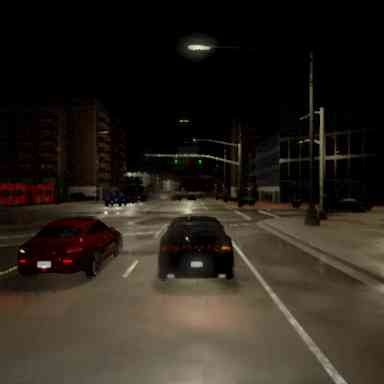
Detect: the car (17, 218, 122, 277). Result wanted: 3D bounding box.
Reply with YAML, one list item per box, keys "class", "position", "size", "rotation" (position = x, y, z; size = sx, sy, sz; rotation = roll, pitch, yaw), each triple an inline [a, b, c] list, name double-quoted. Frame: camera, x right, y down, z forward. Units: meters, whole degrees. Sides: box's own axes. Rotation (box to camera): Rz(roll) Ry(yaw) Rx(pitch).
- class: "car"
  position: [-3.407, 1.489, 9.975]
  size: [1.812, 1.442, 4.674]
  rotation: [0, 1, 0]

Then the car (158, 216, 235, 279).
- class: "car"
  position: [0.098, 1.440, 9.914]
  size: [1.882, 1.535, 5.008]
  rotation: [0, 1, 0]

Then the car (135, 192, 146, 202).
- class: "car"
  position: [-10.547, 1.051, 66.866]
  size: [2.150, 2.045, 5.566]
  rotation: [0, 0, 0]

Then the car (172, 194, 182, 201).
- class: "car"
  position: [-3.542, 1.385, 74.998]
  size: [1.812, 1.442, 4.674]
  rotation: [0, 0, 0]

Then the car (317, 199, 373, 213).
- class: "car"
  position: [14.751, 1.370, 32.323]
  size: [4.718, 1.301, 1.895]
  rotation: [0, 1, 1]

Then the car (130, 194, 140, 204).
- class: "car"
  position: [-10.581, 1.383, 56.653]
  size: [1.895, 1.301, 4.718]
  rotation: [0, 0, 1]

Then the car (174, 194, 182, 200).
- class: "car"
  position: [-3.548, 1.339, 85.000]
  size: [1.837, 1.490, 4.892]
  rotation: [0, 0, 0]

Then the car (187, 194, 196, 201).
- class: "car"
  position: [-0.038, 1.343, 75.995]
  size: [1.882, 1.535, 5.008]
  rotation: [0, 0, 0]

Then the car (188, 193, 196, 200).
- class: "car"
  position: [-0.049, 1.267, 86.220]
  size: [2.097, 1.767, 4.553]
  rotation: [0, 0, 0]

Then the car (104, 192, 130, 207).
- class: "car"
  position: [-10.596, 0.983, 46.581]
  size: [2.150, 2.045, 5.566]
  rotation: [0, 0, 0]
